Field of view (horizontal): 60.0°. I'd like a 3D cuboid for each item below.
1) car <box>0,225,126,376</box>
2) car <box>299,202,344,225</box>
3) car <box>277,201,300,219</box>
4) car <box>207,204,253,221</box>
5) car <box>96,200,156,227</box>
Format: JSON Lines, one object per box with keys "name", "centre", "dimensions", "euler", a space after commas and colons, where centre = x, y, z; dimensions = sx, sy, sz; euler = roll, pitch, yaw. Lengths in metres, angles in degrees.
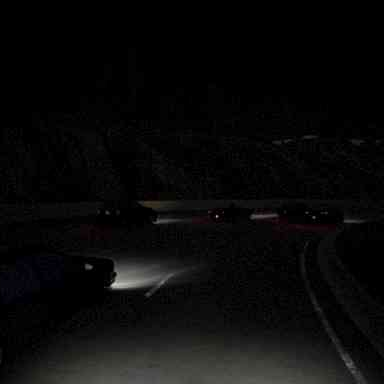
{"name": "car", "centre": [-2.910, 1.532, 5.030], "dimensions": [2.033, 1.411, 5.357], "euler": [0, 0, 8]}
{"name": "car", "centre": [10.106, 1.630, 25.332], "dimensions": [1.812, 1.442, 4.674], "euler": [0, 0, 40]}
{"name": "car", "centre": [9.558, 1.584, 29.903], "dimensions": [1.882, 1.535, 5.008], "euler": [0, 0, 44]}
{"name": "car", "centre": [3.325, 1.660, 28.150], "dimensions": [1.895, 1.301, 4.718], "euler": [0, 0, 37]}
{"name": "car", "centre": [-4.382, 1.348, 22.874], "dimensions": [2.097, 1.767, 4.553], "euler": [0, 0, 27]}
